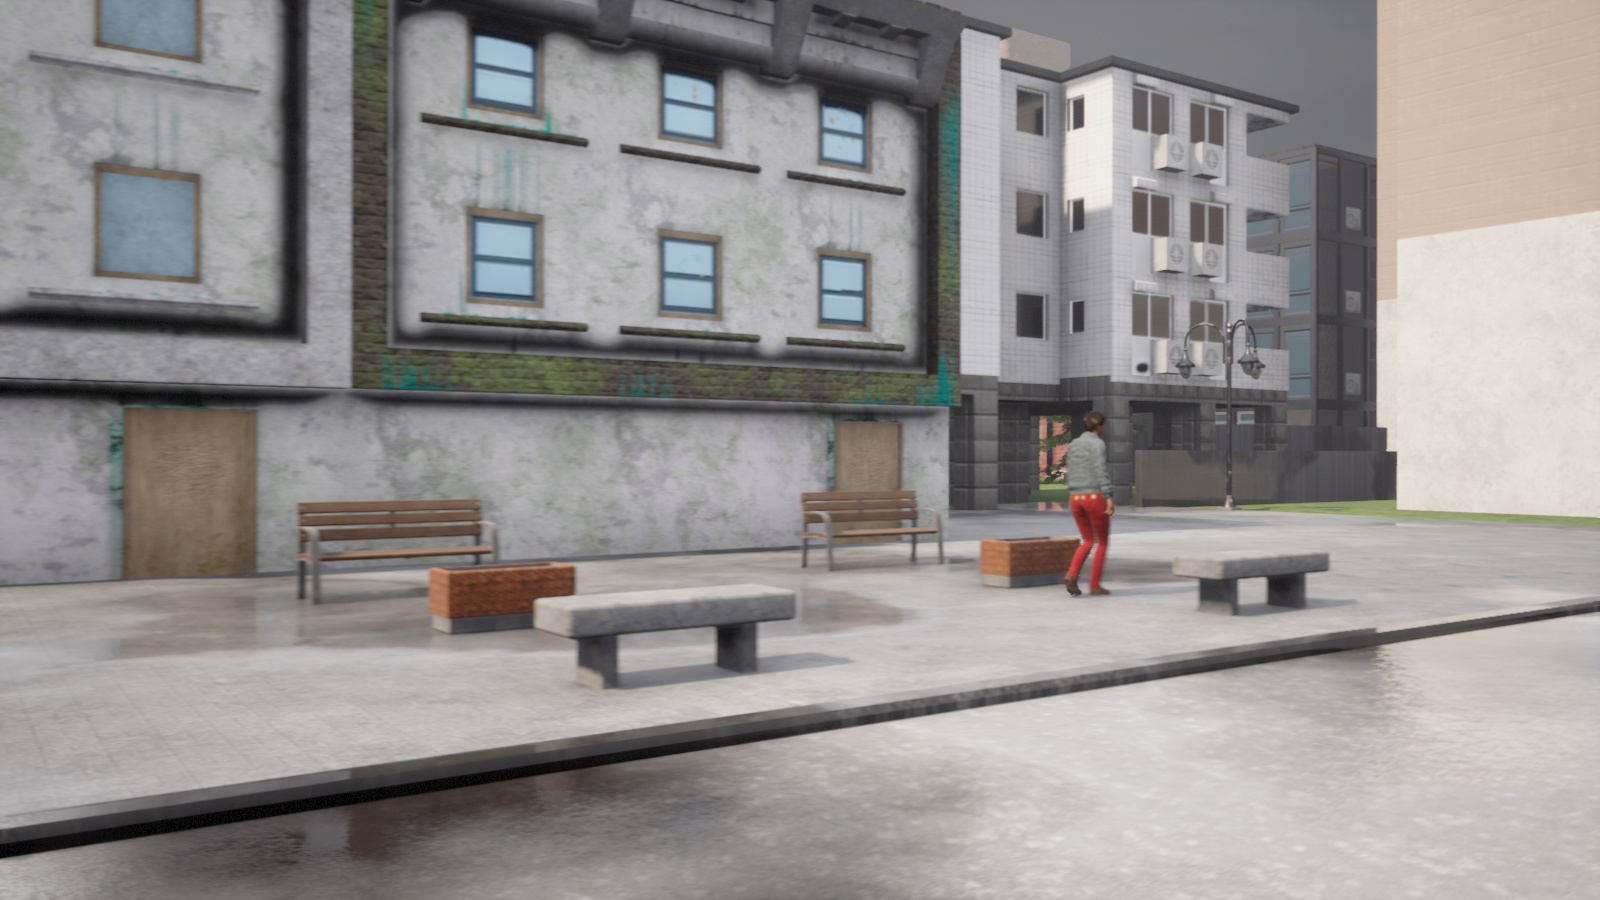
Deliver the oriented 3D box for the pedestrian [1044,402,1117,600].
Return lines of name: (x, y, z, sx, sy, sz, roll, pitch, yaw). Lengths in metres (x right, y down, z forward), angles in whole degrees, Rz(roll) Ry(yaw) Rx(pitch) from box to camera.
pedestrian: (2.695, 0.478, 12.045, 0.614, 1.847, 0.353, 0, 0, -34)
